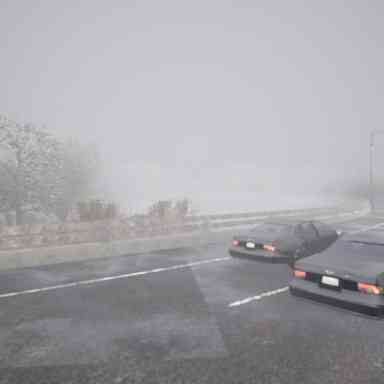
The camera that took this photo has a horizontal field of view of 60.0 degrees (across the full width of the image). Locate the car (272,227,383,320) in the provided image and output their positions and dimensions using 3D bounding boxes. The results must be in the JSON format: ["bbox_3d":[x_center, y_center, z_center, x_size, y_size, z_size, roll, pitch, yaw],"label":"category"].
[{"bbox_3d":[4.290,1.576,7.315,5.357,1.411,2.033,0,0,-40],"label":"car"}]

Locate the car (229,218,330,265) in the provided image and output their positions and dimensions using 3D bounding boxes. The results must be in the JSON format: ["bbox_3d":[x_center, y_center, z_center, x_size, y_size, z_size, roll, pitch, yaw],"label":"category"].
[{"bbox_3d":[3.592,1.594,11.291,5.357,1.411,2.033,0,0,-41],"label":"car"}]
